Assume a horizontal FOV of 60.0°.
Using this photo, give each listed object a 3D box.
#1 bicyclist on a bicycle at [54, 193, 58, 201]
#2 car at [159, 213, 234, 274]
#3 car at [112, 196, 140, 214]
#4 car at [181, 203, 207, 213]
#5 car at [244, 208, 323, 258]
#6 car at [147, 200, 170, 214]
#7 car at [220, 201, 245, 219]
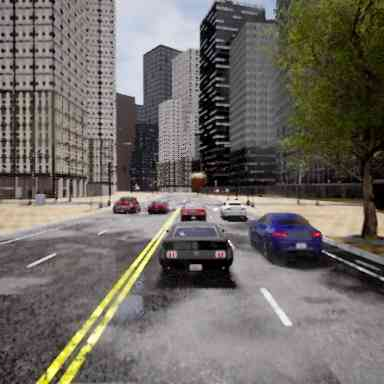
[{"bbox_3d":[-24.689,0.909,60.468,0.582,1.620,1.656,0,1,1],"label":"bicyclist on a bicycle"},{"bbox_3d":[0.104,1.570,10.464,1.895,1.301,4.718,0,0,0],"label":"car"},{"bbox_3d":[-6.555,1.237,33.559,2.097,1.767,4.553,0,0,0],"label":"car"},{"bbox_3d":[0.109,1.518,25.631,1.895,1.301,4.718,0,0,0],"label":"car"},{"bbox_3d":[3.355,1.488,12.505,1.812,1.442,4.674,0,0,0],"label":"car"},{"bbox_3d":[-3.307,1.488,33.251,1.895,1.301,4.718,0,0,0],"label":"car"},{"bbox_3d":[3.359,1.436,27.420,1.812,1.442,4.674,0,0,0],"label":"car"}]
